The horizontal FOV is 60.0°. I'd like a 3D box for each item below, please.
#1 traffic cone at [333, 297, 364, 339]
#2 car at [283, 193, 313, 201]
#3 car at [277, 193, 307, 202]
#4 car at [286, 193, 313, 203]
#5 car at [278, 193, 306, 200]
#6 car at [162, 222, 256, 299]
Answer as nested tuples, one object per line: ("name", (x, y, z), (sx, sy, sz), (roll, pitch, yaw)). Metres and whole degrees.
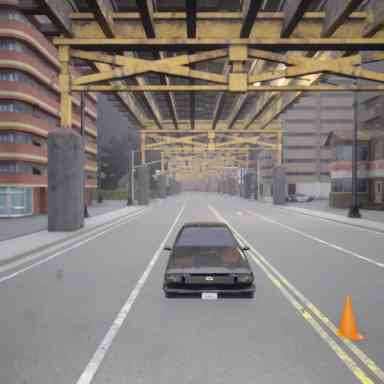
("traffic cone", (2.451, 1.949, 5.222), (0.340, 0.580, 0.340), (0, 0, 0))
("car", (17.487, 0.848, 54.966), (4.536, 1.218, 1.853), (0, 1, -20))
("car", (17.784, 0.958, 59.107), (4.974, 1.542, 2.038), (0, 1, 25))
("car", (17.438, 1.006, 54.950), (4.974, 1.542, 2.038), (0, 1, -20))
("car", (17.831, 0.801, 59.084), (4.536, 1.218, 1.853), (0, 1, 25))
("car", (0.358, 1.533, 8.828), (2.033, 1.411, 5.357), (0, 0, 1))
